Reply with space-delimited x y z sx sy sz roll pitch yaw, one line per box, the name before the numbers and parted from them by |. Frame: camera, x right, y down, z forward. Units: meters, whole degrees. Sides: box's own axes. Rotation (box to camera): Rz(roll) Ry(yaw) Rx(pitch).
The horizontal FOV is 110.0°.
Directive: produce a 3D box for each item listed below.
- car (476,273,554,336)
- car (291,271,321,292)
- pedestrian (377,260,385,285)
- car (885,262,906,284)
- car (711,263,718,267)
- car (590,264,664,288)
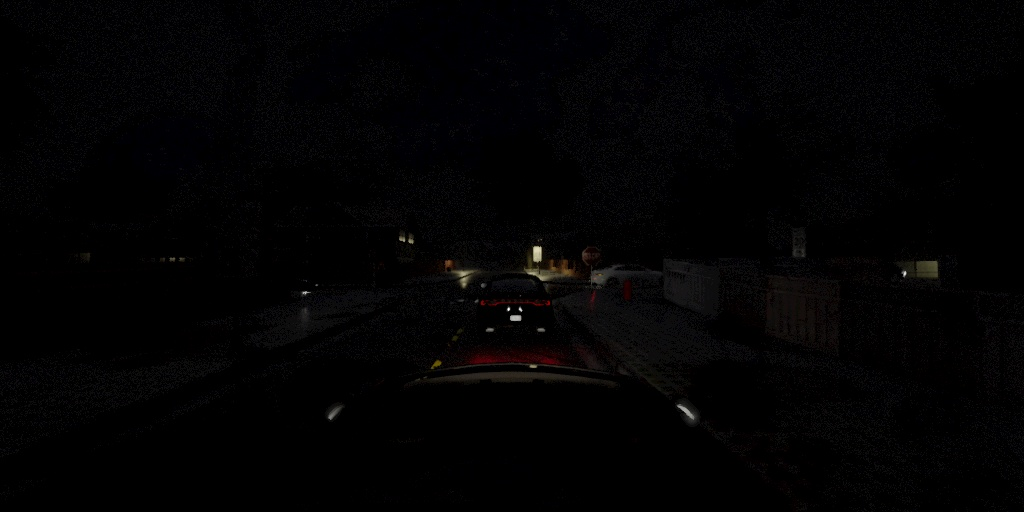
car | 0.080 1.240 10.475 1.882 1.535 5.008 0 0 0
car | -13.632 1.425 20.765 4.674 1.442 1.812 -1 -2 0
pedestrian | -9.716 1.197 26.614 0.375 1.860 0.375 0 -1 1
car | 22.567 1.043 23.337 4.892 1.490 1.837 -1 -2 0
car | 12.142 1.145 23.452 5.008 1.535 1.882 -1 -2 1
car | 6.864 1.154 20.555 4.674 1.442 1.812 -1 -2 0
